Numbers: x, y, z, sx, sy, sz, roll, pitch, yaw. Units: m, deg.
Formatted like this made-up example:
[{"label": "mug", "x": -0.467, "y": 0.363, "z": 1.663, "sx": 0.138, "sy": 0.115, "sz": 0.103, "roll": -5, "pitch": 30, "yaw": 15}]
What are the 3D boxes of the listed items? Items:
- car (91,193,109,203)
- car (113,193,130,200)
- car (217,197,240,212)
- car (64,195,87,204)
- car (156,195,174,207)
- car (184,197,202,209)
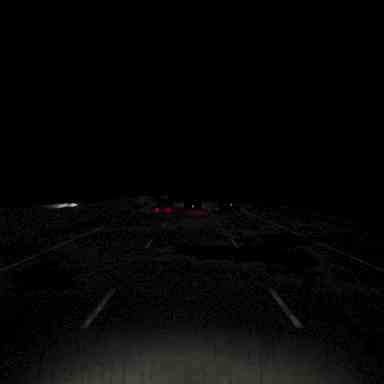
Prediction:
[{"label": "car", "x": -14.069, "y": 0.960, "z": 50.990, "sx": 1.837, "sy": 1.490, "sz": 4.892, "roll": 0, "pitch": 1, "yaw": 0}, {"label": "car", "x": -10.571, "y": 0.967, "z": 50.415, "sx": 1.837, "sy": 1.490, "sz": 4.892, "roll": 0, "pitch": 1, "yaw": 0}, {"label": "car", "x": 3.599, "y": 1.199, "z": 33.012, "sx": 2.033, "sy": 1.411, "sz": 5.357, "roll": 0, "pitch": 1, "yaw": 0}, {"label": "car", "x": -17.570, "y": 1.064, "z": 50.349, "sx": 1.895, "sy": 1.301, "sz": 4.718, "roll": 0, "pitch": 1, "yaw": 0}, {"label": "car", "x": -3.401, "y": 1.078, "z": 42.219, "sx": 1.812, "sy": 1.442, "sz": 4.674, "roll": 0, "pitch": 1, "yaw": 0}, {"label": "car", "x": 0.099, "y": 1.205, "z": 37.392, "sx": 1.895, "sy": 1.301, "sz": 4.718, "roll": 0, "pitch": 1, "yaw": 0}]
